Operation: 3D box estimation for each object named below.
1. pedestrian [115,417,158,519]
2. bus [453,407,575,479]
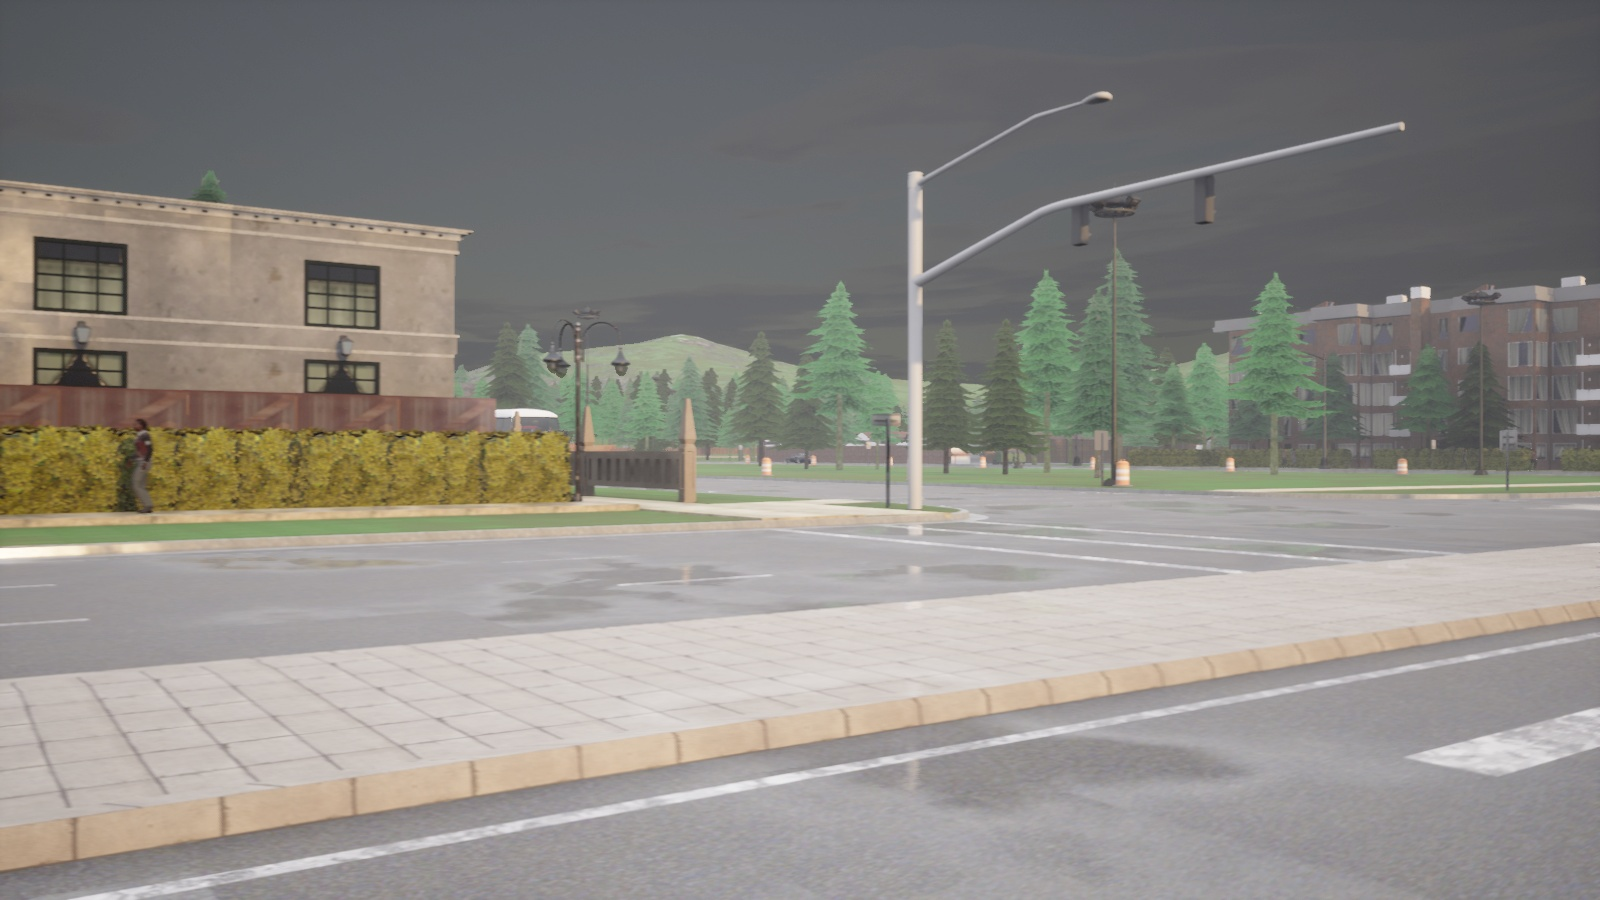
[{"bbox_3d":[-12.638,0.339,23.920,0.666,1.930,0.402,0,0,-35],"label":"pedestrian"},{"bbox_3d":[-18.419,-0.396,80.248,3.944,4.253,10.273,0,0,-35],"label":"bus"}]
